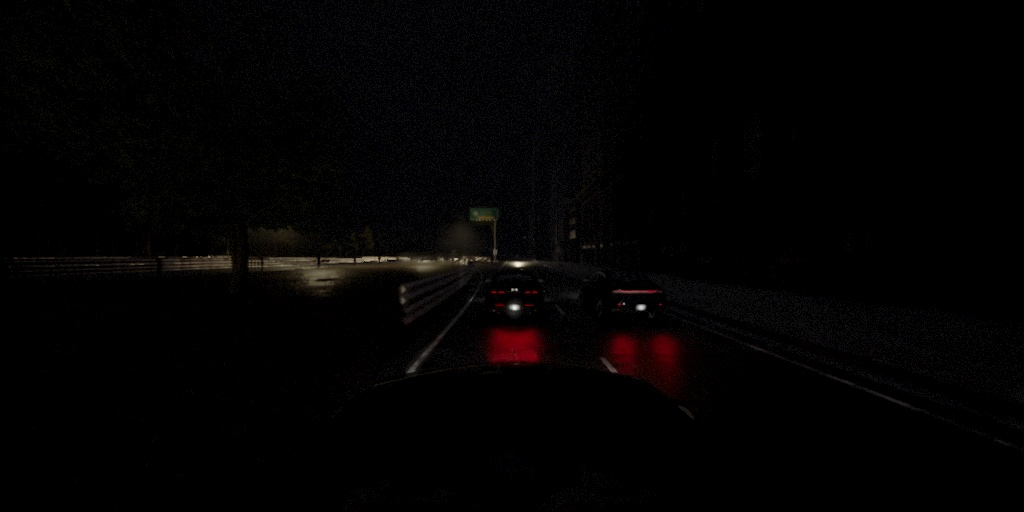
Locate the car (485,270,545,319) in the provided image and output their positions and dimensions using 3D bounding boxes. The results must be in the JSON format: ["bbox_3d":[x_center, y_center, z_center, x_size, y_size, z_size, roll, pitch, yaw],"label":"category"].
[{"bbox_3d":[0.087,1.218,12.652,1.837,1.490,4.892,0,0,0],"label":"car"}]

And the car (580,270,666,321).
[{"bbox_3d":[3.586,1.207,12.364,2.128,1.511,4.902,0,0,0],"label":"car"}]
